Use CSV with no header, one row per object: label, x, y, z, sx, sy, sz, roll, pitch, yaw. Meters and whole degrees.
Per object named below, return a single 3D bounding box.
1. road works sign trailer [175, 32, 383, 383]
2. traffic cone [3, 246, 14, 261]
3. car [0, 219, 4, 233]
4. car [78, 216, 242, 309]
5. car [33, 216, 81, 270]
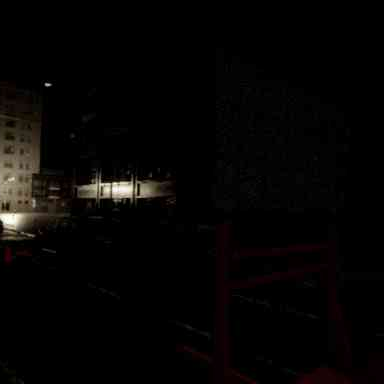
road works sign trailer,0.796,0.653,3.239,2.380,3.560,2.880,4,-4,-42
traffic cone,-7.346,2.459,13.348,0.340,0.580,0.340,4,-4,-42
car,-15.932,2.462,25.921,2.008,1.369,4.403,4,-4,-42
car,-0.916,1.753,9.098,2.192,1.841,5.009,4,-4,-42
car,-4.669,1.874,13.306,2.192,1.841,5.009,4,-4,-42
